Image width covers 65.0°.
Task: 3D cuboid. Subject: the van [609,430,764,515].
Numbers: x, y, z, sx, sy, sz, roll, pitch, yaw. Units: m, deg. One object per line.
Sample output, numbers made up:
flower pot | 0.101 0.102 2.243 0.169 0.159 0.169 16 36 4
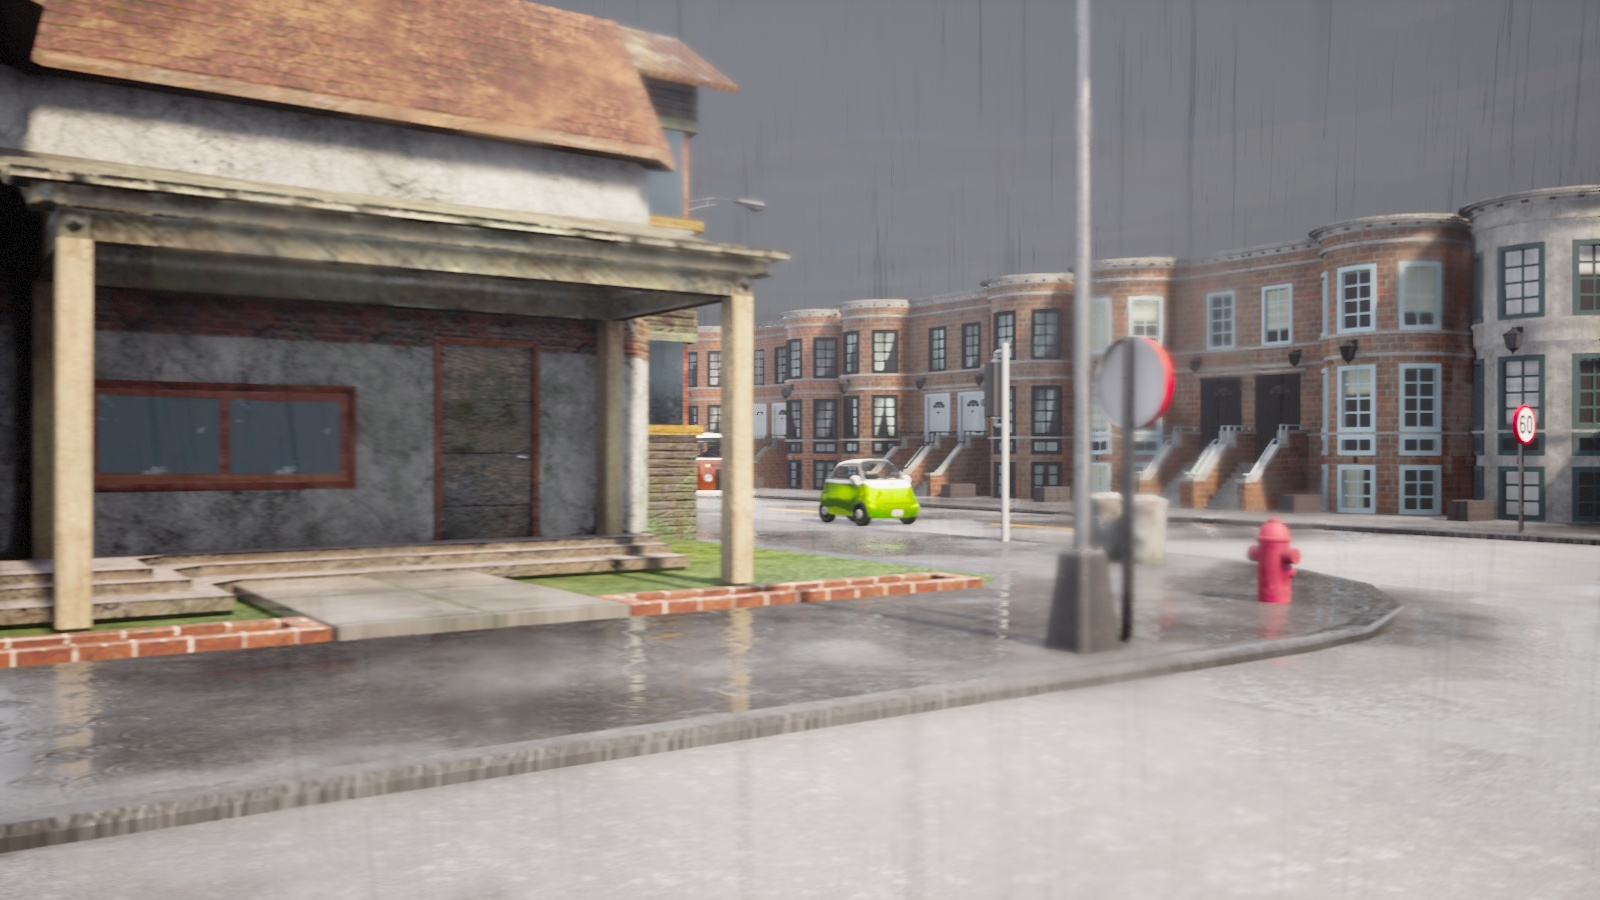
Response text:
van | -3.033 0.549 32.668 2.069 2.038 4.480 0 0 -35

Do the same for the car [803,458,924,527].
car | 1.314 0.856 26.423 1.481 1.376 2.207 0 0 -35
